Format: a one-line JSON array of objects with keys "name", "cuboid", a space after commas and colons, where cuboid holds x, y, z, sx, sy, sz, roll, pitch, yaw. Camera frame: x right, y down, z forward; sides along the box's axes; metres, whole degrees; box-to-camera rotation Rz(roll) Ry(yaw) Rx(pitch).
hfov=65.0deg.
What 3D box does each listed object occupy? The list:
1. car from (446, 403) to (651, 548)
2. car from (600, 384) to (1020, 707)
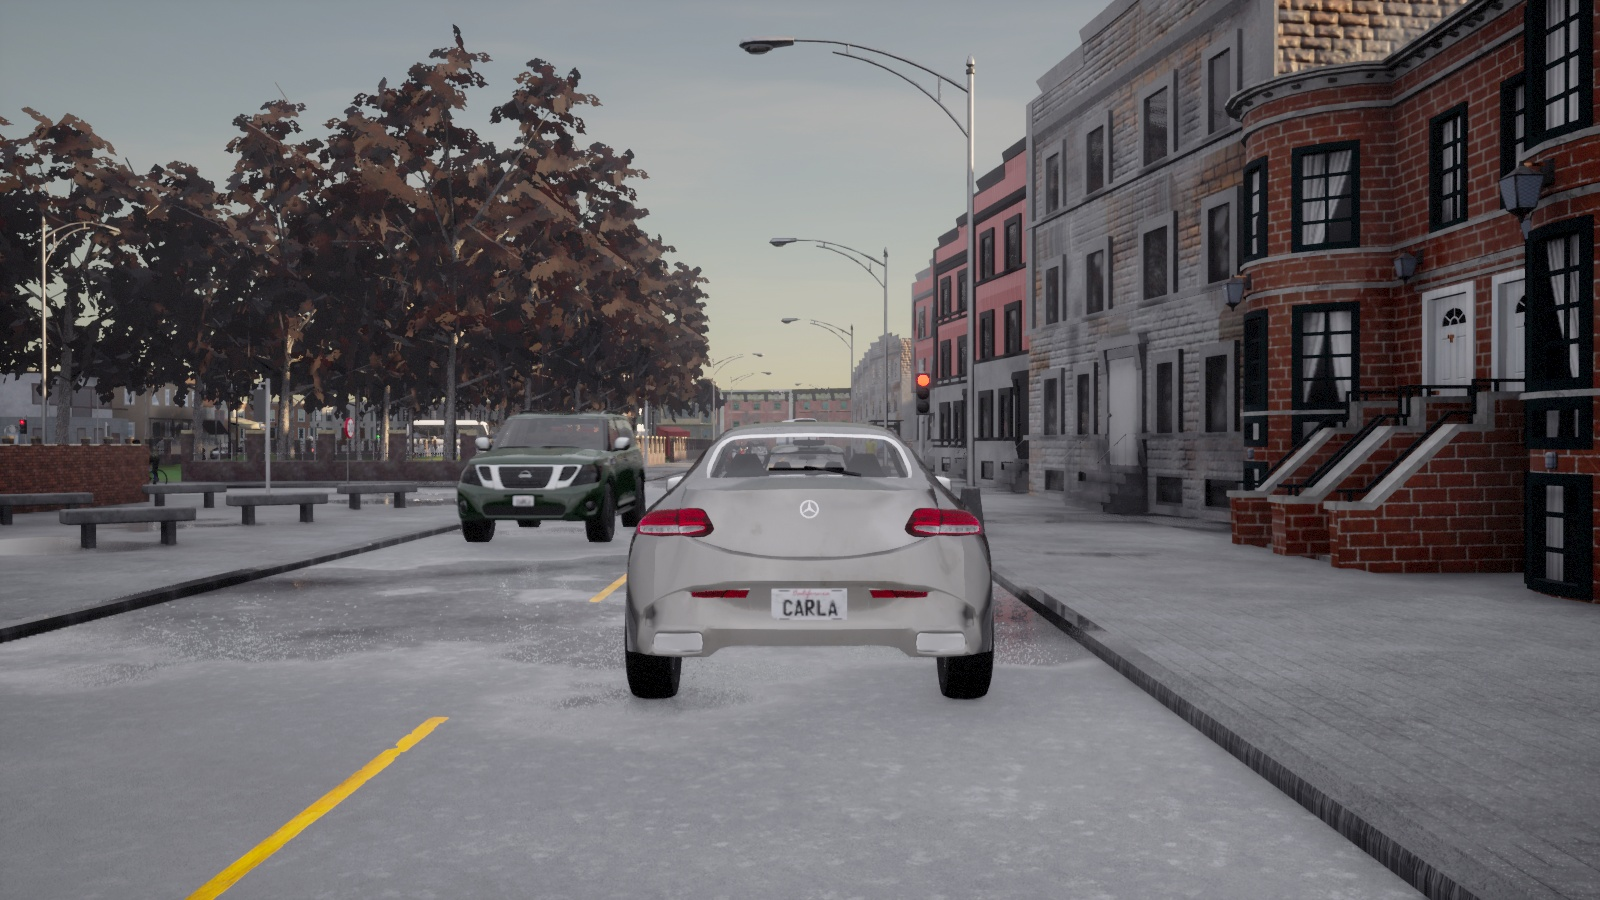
[{"name": "car", "cuboid": [-3.877, 0.346, 20.516, 2.150, 2.045, 5.566, 0, 0, 1]}, {"name": "car", "cuboid": [0.064, 0.475, 8.950, 2.152, 1.651, 5.027, 0, 0, 0]}]
